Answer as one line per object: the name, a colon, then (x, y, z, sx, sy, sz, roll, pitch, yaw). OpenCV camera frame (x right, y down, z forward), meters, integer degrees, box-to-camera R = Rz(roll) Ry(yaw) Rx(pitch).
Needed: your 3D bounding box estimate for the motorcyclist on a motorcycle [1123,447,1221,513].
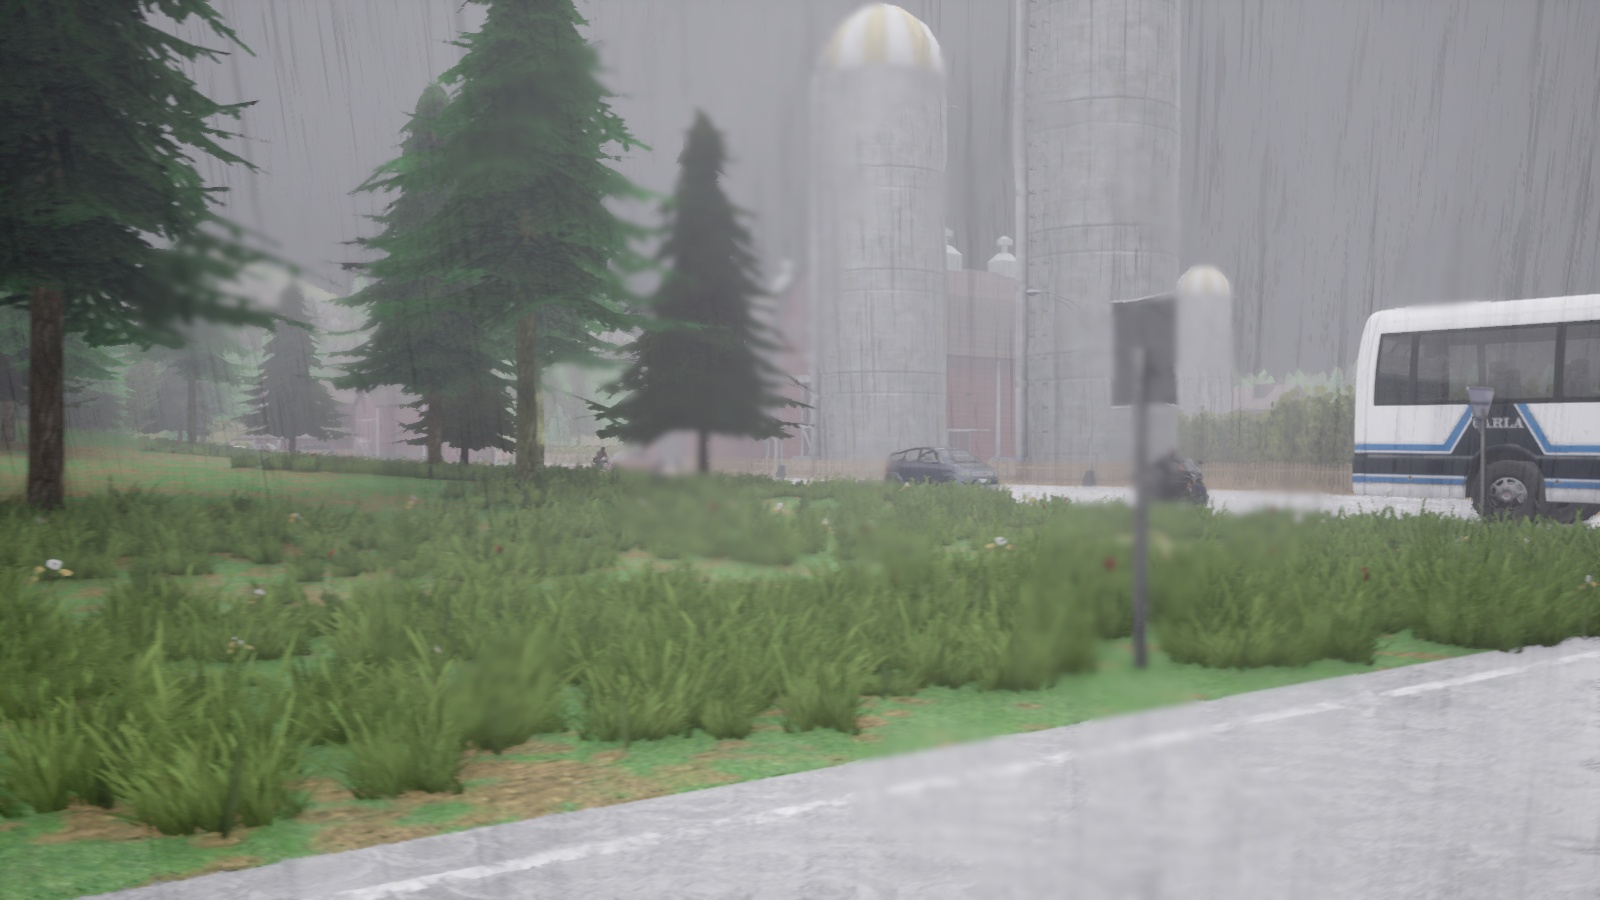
motorcyclist on a motorcycle: (8.906, 0.695, 30.134, 0.866, 1.530, 2.191, 0, 0, -34)

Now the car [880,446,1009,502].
car: (4.200, 0.663, 37.034, 1.789, 1.549, 3.705, 0, 0, -34)

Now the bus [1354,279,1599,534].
bus: (15.440, -0.705, 21.392, 3.944, 4.253, 10.273, 0, 0, -39)
